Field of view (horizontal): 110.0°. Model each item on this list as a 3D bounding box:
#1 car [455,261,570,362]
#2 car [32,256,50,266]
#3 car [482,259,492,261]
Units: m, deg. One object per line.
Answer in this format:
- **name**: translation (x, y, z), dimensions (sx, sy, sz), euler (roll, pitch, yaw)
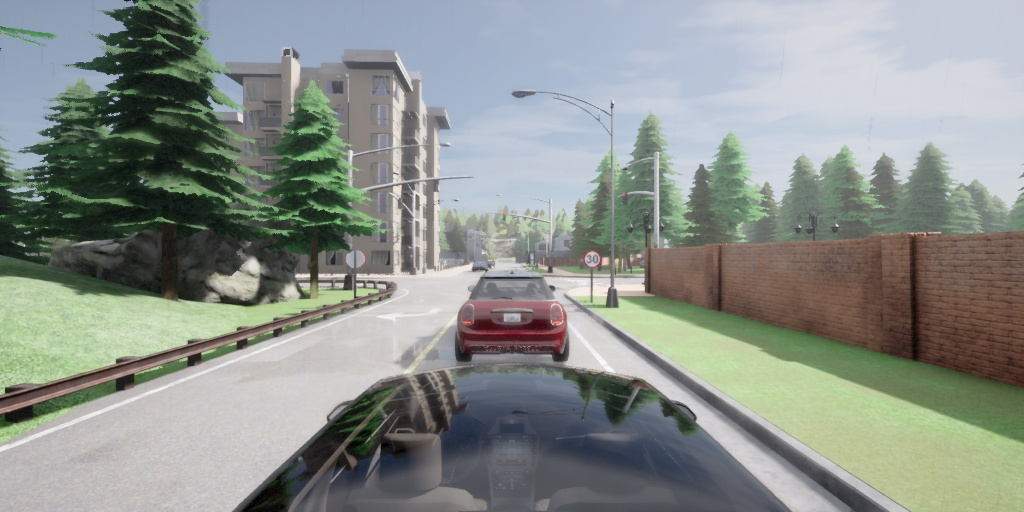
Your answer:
- **car**: translation (0.002, 1.102, 8.402), dimensions (2.097, 1.767, 4.553), euler (0, 0, 0)
- **car**: translation (-30.940, 0.987, 24.700), dimensions (5.566, 2.045, 2.150), euler (0, 0, -1)
- **car**: translation (-3.989, 1.298, 45.578), dimensions (2.033, 1.411, 5.357), euler (0, 0, 0)
